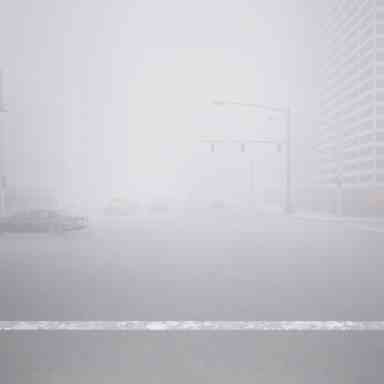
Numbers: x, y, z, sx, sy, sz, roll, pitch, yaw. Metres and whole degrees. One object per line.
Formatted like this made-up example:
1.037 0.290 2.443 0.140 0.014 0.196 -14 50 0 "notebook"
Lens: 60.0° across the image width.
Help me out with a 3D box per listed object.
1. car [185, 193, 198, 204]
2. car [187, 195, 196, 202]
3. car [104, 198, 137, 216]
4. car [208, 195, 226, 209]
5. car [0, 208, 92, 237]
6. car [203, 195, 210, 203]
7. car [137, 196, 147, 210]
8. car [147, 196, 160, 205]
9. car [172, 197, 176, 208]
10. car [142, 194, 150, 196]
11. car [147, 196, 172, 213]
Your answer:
-0.099 1.221 63.891 2.150 2.045 5.566 0 0 0 "car"
-0.115 1.382 74.562 1.994 1.385 4.181 0 0 0 "car"
-7.175 1.352 32.980 2.097 1.767 4.553 0 0 1 "car"
3.517 1.526 45.902 1.812 1.442 4.674 0 0 0 "car"
-8.126 1.547 17.509 5.357 1.411 2.033 0 0 0 "car"
3.442 1.351 69.629 2.097 1.767 4.553 0 0 0 "car"
-7.155 1.547 42.455 2.033 1.411 5.357 0 0 0 "car"
-7.154 1.505 62.265 1.837 1.490 4.892 0 0 0 "car"
-3.653 1.526 47.079 1.812 1.442 4.674 0 0 0 "car"
-7.168 1.526 52.279 1.812 1.442 4.674 0 0 0 "car"
-3.640 1.505 37.849 1.837 1.490 4.892 0 0 0 "car"
